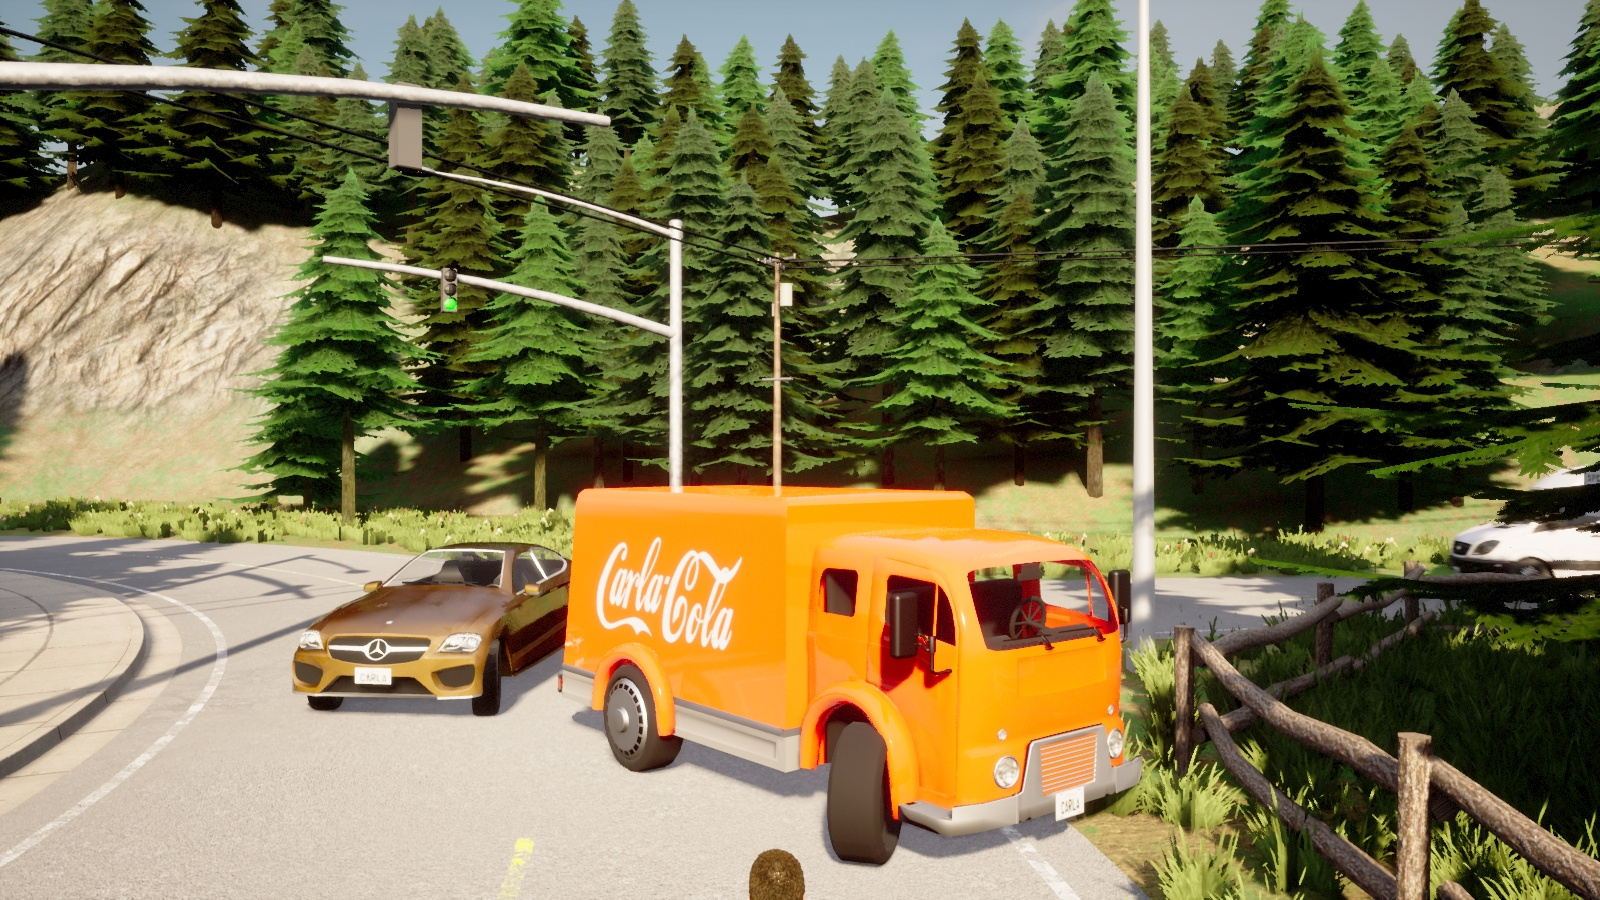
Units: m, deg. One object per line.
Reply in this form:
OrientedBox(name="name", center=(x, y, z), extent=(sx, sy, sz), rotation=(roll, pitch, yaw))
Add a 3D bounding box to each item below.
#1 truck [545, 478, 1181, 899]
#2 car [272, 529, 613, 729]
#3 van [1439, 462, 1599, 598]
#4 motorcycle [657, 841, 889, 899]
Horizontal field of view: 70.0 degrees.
OrientedBox(name="truck", center=(0.202, 1.542, 9.769), extent=(2.627, 2.467, 5.204), rotation=(0, 0, -39))
OrientedBox(name="car", center=(-4.038, 1.970, 14.038), extent=(2.152, 1.651, 5.027), rotation=(0, 0, 6))
OrientedBox(name="van", center=(16.181, 1.534, 22.546), extent=(5.915, 2.561, 1.988), rotation=(0, 0, 12))
OrientedBox(name="motorcycle", center=(-0.074, 2.159, 3.526), extent=(0.803, 1.199, 2.033), rotation=(0, 0, -2))
